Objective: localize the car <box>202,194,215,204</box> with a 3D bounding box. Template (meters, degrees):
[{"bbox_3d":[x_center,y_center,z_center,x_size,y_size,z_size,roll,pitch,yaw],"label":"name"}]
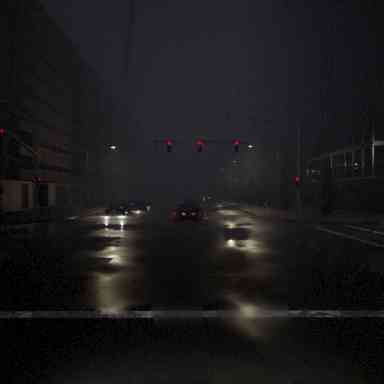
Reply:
[{"bbox_3d":[3.419,1.491,64.627,2.128,1.511,4.902,0,0,1],"label":"car"}]

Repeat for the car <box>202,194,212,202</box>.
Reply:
[{"bbox_3d":[3.418,1.355,74.492,2.097,1.767,4.553,0,0,1],"label":"car"}]

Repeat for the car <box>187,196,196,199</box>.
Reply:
[{"bbox_3d":[-0.179,1.547,54.042,2.033,1.411,5.357,0,0,1],"label":"car"}]

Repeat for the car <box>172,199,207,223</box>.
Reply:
[{"bbox_3d":[-0.261,1.562,25.681,2.033,1.411,5.357,0,0,7],"label":"car"}]

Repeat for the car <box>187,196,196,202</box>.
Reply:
[{"bbox_3d":[-0.080,1.553,74.709,1.994,1.385,4.181,0,0,1],"label":"car"}]

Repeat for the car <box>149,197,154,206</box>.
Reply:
[{"bbox_3d":[-7.375,1.547,54.506,2.033,1.411,5.357,0,0,1],"label":"car"}]

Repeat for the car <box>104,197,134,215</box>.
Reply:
[{"bbox_3d":[-7.488,1.526,34.132,1.812,1.442,4.674,0,0,0],"label":"car"}]

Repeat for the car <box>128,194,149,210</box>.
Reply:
[{"bbox_3d":[-7.480,1.221,44.042,2.150,2.045,5.566,0,0,1],"label":"car"}]
